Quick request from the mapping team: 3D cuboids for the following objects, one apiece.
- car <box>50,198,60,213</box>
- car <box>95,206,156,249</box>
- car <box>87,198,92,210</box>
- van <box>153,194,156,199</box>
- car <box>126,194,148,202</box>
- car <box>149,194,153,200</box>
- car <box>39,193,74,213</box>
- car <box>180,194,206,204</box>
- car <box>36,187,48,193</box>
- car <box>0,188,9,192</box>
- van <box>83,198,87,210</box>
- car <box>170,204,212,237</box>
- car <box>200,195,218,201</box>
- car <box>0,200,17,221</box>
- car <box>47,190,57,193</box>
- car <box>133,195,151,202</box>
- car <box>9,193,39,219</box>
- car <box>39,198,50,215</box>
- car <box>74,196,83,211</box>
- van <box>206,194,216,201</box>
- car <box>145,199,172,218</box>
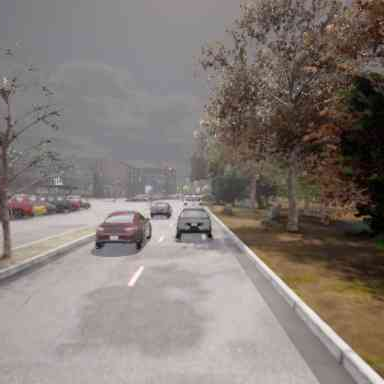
[{"bbox_3d":[-16.771,1.703,35.122,4.674,1.452,2.002,-1,0,-20],"label":"car"},{"bbox_3d":[-2.899,1.563,14.687,1.812,1.442,4.674,0,0,0],"label":"car"},{"bbox_3d":[-16.628,1.629,47.169,4.553,1.767,2.185,-1,0,-19],"label":"car"},{"bbox_3d":[-13.248,1.593,93.961,4.442,1.987,1.878,-1,-1,-14],"label":"van"},{"bbox_3d":[-14.450,1.805,84.975,4.792,1.488,2.163,-1,0,-15],"label":"car"},{"bbox_3d":[-13.806,1.780,87.968,5.366,1.575,1.946,-1,-1,-15],"label":"car"},{"bbox_3d":[-16.791,1.435,38.120,5.566,2.045,2.435,-1,0,-20],"label":"car"},{"bbox_3d":[0.128,1.399,36.015,2.150,2.045,5.566,0,0,0],"label":"car"},{"bbox_3d":[-34.164,-0.031,75.912,2.435,2.045,5.566,6,-3,-19],"label":"car"},{"bbox_3d":[-43.203,-0.596,75.965,2.231,1.521,4.892,6,-3,-19],"label":"car"},{"bbox_3d":[-16.603,1.505,44.192,4.442,1.987,1.878,-1,-1,-19],"label":"van"},{"bbox_3d":[0.102,1.601,18.203,2.033,1.411,5.357,0,0,0],"label":"car"},{"bbox_3d":[4.660,1.621,90.543,4.553,1.767,2.185,1,0,-14],"label":"car"},{"bbox_3d":[-16.820,1.626,26.101,4.792,1.488,2.163,-1,0,-20],"label":"car"},{"bbox_3d":[-31.170,0.531,75.849,2.002,1.452,4.674,6,-3,-19],"label":"car"},{"bbox_3d":[-13.713,1.678,90.921,4.553,1.767,2.185,-1,-1,-14],"label":"car"},{"bbox_3d":[-16.820,1.368,29.107,5.566,2.045,2.435,-1,0,-20],"label":"car"},{"bbox_3d":[-16.960,1.640,32.055,5.366,1.575,1.946,-1,0,-20],"label":"car"},{"bbox_3d":[-16.719,1.457,41.156,5.566,2.045,2.435,-1,-1,-20],"label":"car"},{"bbox_3d":[4.277,1.504,87.574,4.442,1.987,1.878,1,0,-14],"label":"van"},{"bbox_3d":[-2.889,1.694,31.831,2.033,1.411,5.357,0,0,0],"label":"car"}]
